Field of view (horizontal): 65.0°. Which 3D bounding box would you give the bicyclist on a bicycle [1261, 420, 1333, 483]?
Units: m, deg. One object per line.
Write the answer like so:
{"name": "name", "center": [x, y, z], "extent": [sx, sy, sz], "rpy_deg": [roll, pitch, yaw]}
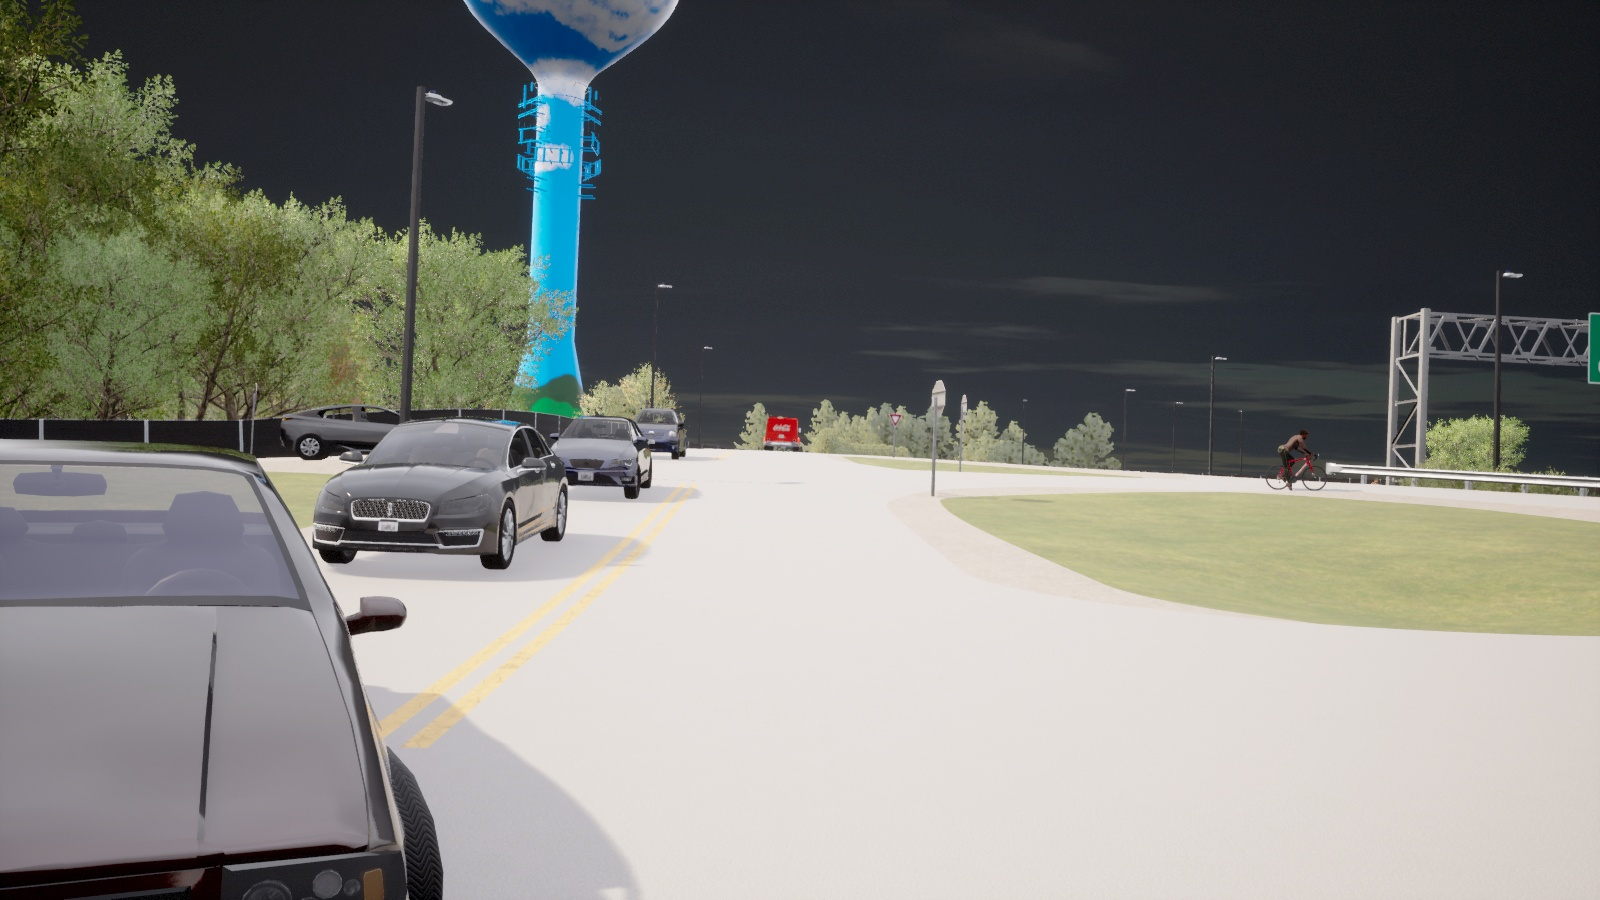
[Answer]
{"name": "bicyclist on a bicycle", "center": [13.158, 0.034, 33.266], "extent": [1.656, 1.620, 0.582], "rpy_deg": [1, 1, 0]}

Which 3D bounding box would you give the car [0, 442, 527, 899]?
{"name": "car", "center": [-2.553, 0.719, 4.461], "extent": [2.033, 1.411, 5.357], "rpy_deg": [1, 1, -24]}

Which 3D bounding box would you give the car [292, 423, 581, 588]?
{"name": "car", "center": [-3.831, 0.468, 14.198], "extent": [1.837, 1.490, 4.892], "rpy_deg": [1, 2, 0]}

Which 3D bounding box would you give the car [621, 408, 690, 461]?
{"name": "car", "center": [-4.684, -0.516, 41.172], "extent": [1.851, 1.617, 3.988], "rpy_deg": [1, 1, -1]}

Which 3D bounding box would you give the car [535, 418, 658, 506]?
{"name": "car", "center": [-3.840, 0.155, 24.277], "extent": [1.816, 1.474, 4.193], "rpy_deg": [1, 2, -2]}

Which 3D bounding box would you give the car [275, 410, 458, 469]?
{"name": "car", "center": [-11.633, -0.291, 34.013], "extent": [4.514, 1.525, 2.007], "rpy_deg": [-1, 0, -14]}

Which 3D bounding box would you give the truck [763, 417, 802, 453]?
{"name": "truck", "center": [-1.230, -1.043, 91.366], "extent": [2.627, 2.467, 5.204], "rpy_deg": [1, 0, 2]}
